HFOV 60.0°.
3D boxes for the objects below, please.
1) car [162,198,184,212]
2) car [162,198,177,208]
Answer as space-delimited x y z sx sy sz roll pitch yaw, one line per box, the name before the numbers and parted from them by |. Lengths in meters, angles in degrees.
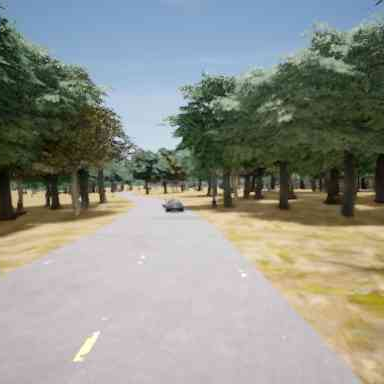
car | -1.968 1.511 37.401 1.994 1.385 4.181 0 0 -7
car | -3.309 1.521 48.536 1.895 1.301 4.718 0 0 -8
